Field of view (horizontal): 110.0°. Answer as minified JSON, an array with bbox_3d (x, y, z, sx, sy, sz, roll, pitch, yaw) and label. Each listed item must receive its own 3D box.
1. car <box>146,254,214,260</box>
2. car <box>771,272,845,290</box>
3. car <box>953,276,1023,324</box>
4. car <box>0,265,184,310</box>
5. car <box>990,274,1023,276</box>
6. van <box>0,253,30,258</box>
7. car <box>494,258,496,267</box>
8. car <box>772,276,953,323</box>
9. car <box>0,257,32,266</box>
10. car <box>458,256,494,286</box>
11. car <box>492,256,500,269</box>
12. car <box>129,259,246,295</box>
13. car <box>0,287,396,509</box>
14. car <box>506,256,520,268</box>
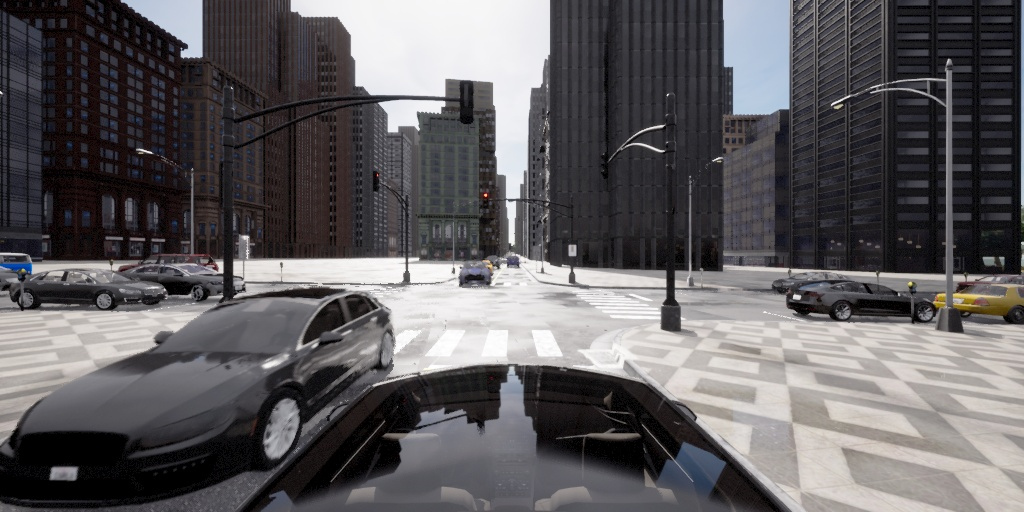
[{"bbox_3d":[-20.195,0.799,21.150,5.009,1.841,2.192,0,0,0],"label":"car"},{"bbox_3d":[17.812,1.591,21.175,4.403,1.370,2.007,0,0,0],"label":"car"},{"bbox_3d":[17.957,1.571,12.649,4.829,1.417,1.751,0,0,0],"label":"car"},{"bbox_3d":[-14.763,1.116,12.614,4.403,1.370,2.007,0,0,0],"label":"car"},{"bbox_3d":[29.098,1.766,21.154,4.507,1.381,1.888,0,0,0],"label":"car"},{"bbox_3d":[-31.114,0.680,21.170,3.998,1.789,1.690,0,0,0],"label":"van"},{"bbox_3d":[-3.042,1.228,37.857,1.882,1.535,5.008,0,0,0],"label":"car"},{"bbox_3d":[12.145,1.524,12.660,4.313,1.339,1.948,0,0,0],"label":"car"},{"bbox_3d":[-23.549,0.935,15.388,4.902,1.511,2.128,1,0,0],"label":"car"},{"bbox_3d":[-2.631,1.101,25.017,2.097,1.767,4.553,0,0,-7],"label":"car"},{"bbox_3d":[-2.996,0.974,55.058,2.150,2.045,5.566,0,0,0],"label":"car"},{"bbox_3d":[-14.134,1.065,15.358,4.902,1.511,2.128,1,0,1],"label":"car"},{"bbox_3d":[-3.096,1.255,4.908,1.837,1.490,4.892,0,0,0],"label":"car"},{"bbox_3d":[0.199,0.974,62.675,2.150,2.045,5.566,0,0,0],"label":"car"}]
